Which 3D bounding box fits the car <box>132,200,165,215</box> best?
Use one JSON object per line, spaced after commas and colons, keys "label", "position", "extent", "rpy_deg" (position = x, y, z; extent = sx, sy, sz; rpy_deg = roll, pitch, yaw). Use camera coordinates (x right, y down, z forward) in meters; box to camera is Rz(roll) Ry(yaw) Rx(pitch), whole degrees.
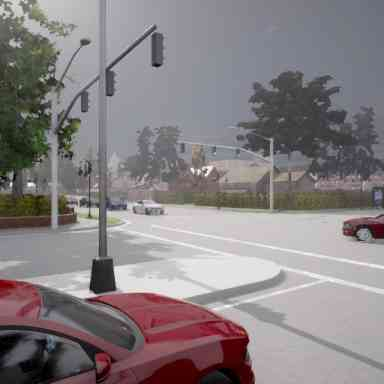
{"label": "car", "position": [-4.613, 1.526, 34.387], "extent": [1.812, 1.442, 4.674], "rpy_deg": [0, 0, -35]}

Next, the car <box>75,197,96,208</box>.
{"label": "car", "position": [-15.214, 1.505, 49.045], "extent": [1.837, 1.490, 4.892], "rpy_deg": [0, 0, -36]}

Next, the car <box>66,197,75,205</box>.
{"label": "car", "position": [-21.012, 1.564, 57.108], "extent": [1.994, 1.385, 4.181], "rpy_deg": [0, 0, -34]}

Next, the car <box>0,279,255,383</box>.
{"label": "car", "position": [-1.684, 1.478, 2.567], "extent": [5.008, 1.535, 1.882], "rpy_deg": [0, 0, -35]}

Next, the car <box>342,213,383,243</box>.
{"label": "car", "position": [9.409, 1.478, 14.789], "extent": [5.008, 1.535, 1.882], "rpy_deg": [0, -1, 25]}

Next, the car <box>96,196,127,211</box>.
{"label": "car", "position": [-9.820, 1.352, 41.591], "extent": [2.097, 1.767, 4.553], "rpy_deg": [0, 0, -36]}
